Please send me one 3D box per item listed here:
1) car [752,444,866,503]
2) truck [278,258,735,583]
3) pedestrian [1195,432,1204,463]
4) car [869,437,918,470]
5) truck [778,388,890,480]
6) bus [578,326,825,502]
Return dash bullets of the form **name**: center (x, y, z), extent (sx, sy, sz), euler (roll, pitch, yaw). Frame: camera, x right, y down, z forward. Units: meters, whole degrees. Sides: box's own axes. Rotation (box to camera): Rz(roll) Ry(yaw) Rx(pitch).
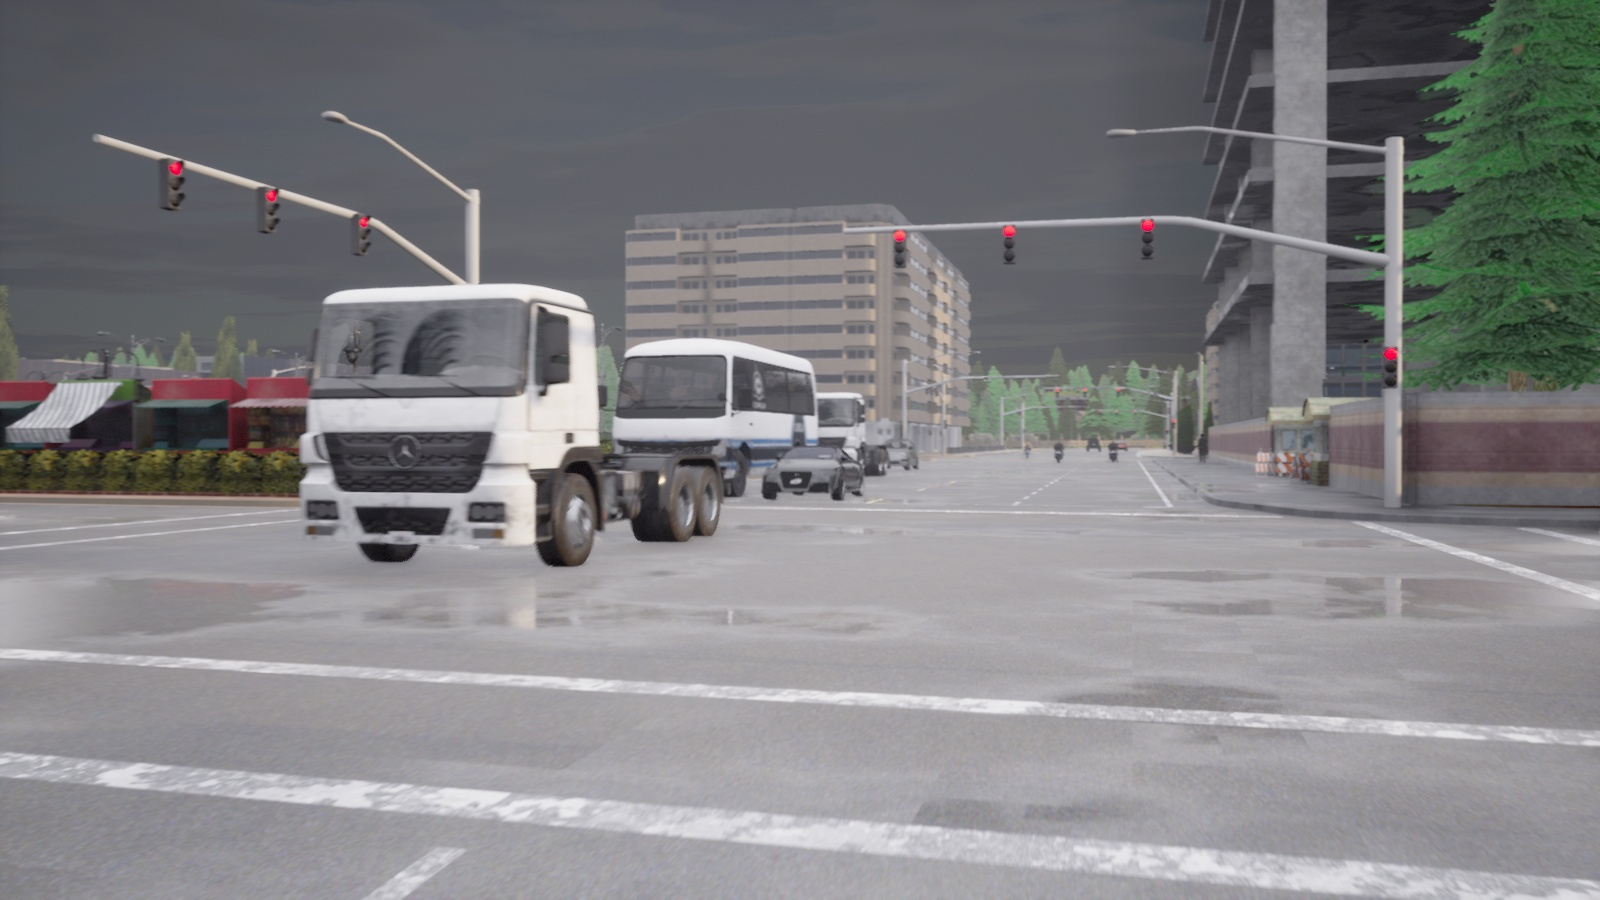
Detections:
- **car**: center (0.316, 0.556, 32.383), extent (1.994, 1.385, 4.181), euler (0, 1, 14)
- **truck**: center (-3.469, -0.337, 17.577), extent (2.891, 3.462, 7.936), euler (0, 0, 14)
- **pedestrian**: center (24.329, -0.150, 76.488), extent (0.395, 1.930, 0.692), euler (0, 0, 6)
- **car**: center (4.795, 0.150, 63.998), extent (1.851, 1.617, 3.988), euler (0, 0, 14)
- **truck**: center (1.551, -0.636, 51.308), extent (2.891, 3.462, 7.936), euler (0, 0, 14)
- **bus**: center (-2.372, -0.917, 35.975), extent (3.944, 4.253, 10.273), euler (0, 0, 14)
